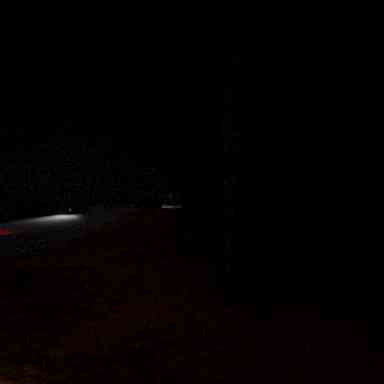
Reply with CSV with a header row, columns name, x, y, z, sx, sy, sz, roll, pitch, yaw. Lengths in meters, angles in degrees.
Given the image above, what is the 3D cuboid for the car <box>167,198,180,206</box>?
name,x,y,z,sx,sy,sz,roll,pitch,yaw
car,-3.511,1.761,59.638,2.033,1.411,5.357,0,0,-16

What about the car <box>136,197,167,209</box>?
name,x,y,z,sx,sy,sz,roll,pitch,yaw
car,-6.380,1.561,50.155,2.097,1.767,4.553,0,0,32

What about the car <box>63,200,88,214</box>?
name,x,y,z,sx,sy,sz,roll,pitch,yaw
car,-13.431,1.716,38.628,2.128,1.511,4.902,0,0,-5
